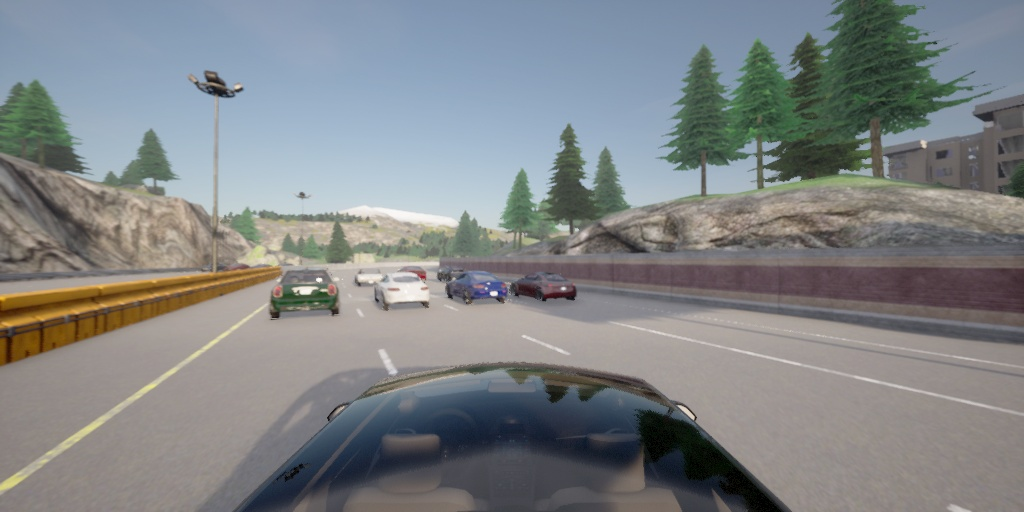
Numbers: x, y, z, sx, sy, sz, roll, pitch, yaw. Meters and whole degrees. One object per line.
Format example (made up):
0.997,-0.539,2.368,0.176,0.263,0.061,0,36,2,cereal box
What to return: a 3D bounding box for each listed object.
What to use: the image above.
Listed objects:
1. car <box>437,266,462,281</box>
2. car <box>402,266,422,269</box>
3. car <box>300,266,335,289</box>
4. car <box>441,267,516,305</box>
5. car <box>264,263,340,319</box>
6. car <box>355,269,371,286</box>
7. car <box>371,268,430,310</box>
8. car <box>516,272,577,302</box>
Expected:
-5.317,1.596,32.035,2.128,1.511,4.902,0,-1,-26,car
-8.765,1.567,31.117,1.882,1.535,5.008,0,0,-26,car
-14.668,1.532,27.258,2.128,1.511,4.902,0,-1,-26,car
-1.801,1.459,17.432,1.812,1.442,4.674,0,-1,-27,car
-7.821,1.237,13.827,2.097,1.767,4.553,0,-1,-27,car
-11.439,1.659,28.617,1.895,1.301,4.718,0,-1,-26,car
-4.918,1.438,15.843,1.812,1.442,4.674,0,-1,-27,car
1.517,1.515,18.619,1.994,1.385,4.181,0,-1,-27,car
